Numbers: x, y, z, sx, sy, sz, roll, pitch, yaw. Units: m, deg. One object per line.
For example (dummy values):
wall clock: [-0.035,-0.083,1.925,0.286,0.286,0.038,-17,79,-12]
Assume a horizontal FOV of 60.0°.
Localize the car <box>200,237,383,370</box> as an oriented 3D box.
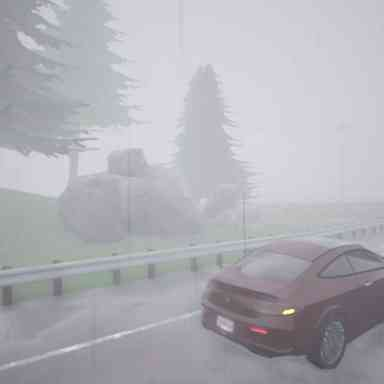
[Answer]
car: [2.235,1.507,5.670,4.674,1.442,1.812,0,0,-38]
